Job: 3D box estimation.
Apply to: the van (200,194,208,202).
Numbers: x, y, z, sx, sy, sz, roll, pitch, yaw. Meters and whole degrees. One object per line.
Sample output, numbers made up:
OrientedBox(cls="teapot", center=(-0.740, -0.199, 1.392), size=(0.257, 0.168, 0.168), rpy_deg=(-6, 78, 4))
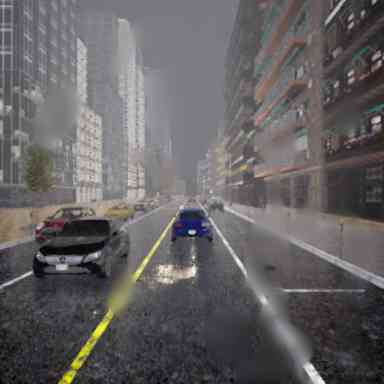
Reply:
OrientedBox(cls="van", center=(2.704, 1.438, 76.569), size=(1.690, 1.788, 3.998), rpy_deg=(0, 0, 0))

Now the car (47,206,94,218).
OrientedBox(cls="car", center=(-5.689, 1.449, 15.712), size=(1.967, 1.590, 4.097), rpy_deg=(0, 0, 0))

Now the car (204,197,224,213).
OrientedBox(cls="car", center=(2.697, 1.586, 37.840), size=(2.008, 1.369, 4.403), rpy_deg=(0, 0, 0))

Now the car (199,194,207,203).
OrientedBox(cls="car", center=(2.701, 1.506, 59.971), size=(1.967, 1.590, 4.097), rpy_deg=(0, 0, 0))

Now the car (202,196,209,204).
OrientedBox(cls="car", center=(2.698, 1.593, 43.373), size=(2.008, 1.369, 4.403), rpy_deg=(0, 0, 0))

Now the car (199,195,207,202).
OrientedBox(cls="car", center=(2.705, 1.548, 82.102), size=(1.967, 1.590, 4.097), rpy_deg=(0, 0, 0))

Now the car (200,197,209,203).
OrientedBox(cls="car", center=(2.703, 1.668, 71.036), size=(1.802, 1.307, 4.206), rpy_deg=(0, 0, 0))

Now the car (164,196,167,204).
OrientedBox(cls="car", center=(-5.681, 1.599, 54.440), size=(1.887, 1.381, 4.507), rpy_deg=(0, 0, 0))

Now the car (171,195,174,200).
OrientedBox(cls="car", center=(-5.676, 1.676, 76.571), size=(1.802, 1.307, 4.206), rpy_deg=(0, 0, 0))

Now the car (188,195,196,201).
OrientedBox(cls="car", center=(0.016, 1.496, 83.592), size=(1.837, 1.490, 4.892), rpy_deg=(0, 0, 0))

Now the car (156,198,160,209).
OrientedBox(cls="car", center=(-5.683, 1.479, 43.376), size=(1.967, 1.590, 4.097), rpy_deg=(0, 0, 0))

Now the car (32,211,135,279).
OrientedBox(cls="car", center=(-3.083, 1.532, 10.231), size=(1.812, 1.442, 4.674), rpy_deg=(0, 0, 0))

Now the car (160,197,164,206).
OrientedBox(cls="car", center=(-5.682, 1.597, 48.907), size=(2.008, 1.369, 4.403), rpy_deg=(0, 0, 0))

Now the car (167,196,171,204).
OrientedBox(cls="car", center=(-5.678, 1.597, 65.335), size=(1.752, 1.417, 4.829), rpy_deg=(0, 0, 0))

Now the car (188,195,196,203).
OrientedBox(cls="car", center=(0.013, 1.683, 73.559), size=(1.895, 1.301, 4.718), rpy_deg=(0, 0, 0))

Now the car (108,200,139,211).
OrientedBox(cls="car", center=(-5.686, 1.545, 26.608), size=(1.752, 1.417, 4.829), rpy_deg=(0, 0, 0))

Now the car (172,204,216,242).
OrientedBox(cls="car", center=(0.002, 1.538, 16.425), size=(1.812, 1.442, 4.674), rpy_deg=(0, 0, 0))

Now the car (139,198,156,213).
OrientedBox(cls="car", center=(-5.684, 1.583, 37.843), size=(2.008, 1.369, 4.403), rpy_deg=(0, 0, 0))

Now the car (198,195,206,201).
OrientedBox(cls="car", center=(2.708, 1.682, 93.166), size=(2.008, 1.369, 4.403), rpy_deg=(0, 0, 0))
